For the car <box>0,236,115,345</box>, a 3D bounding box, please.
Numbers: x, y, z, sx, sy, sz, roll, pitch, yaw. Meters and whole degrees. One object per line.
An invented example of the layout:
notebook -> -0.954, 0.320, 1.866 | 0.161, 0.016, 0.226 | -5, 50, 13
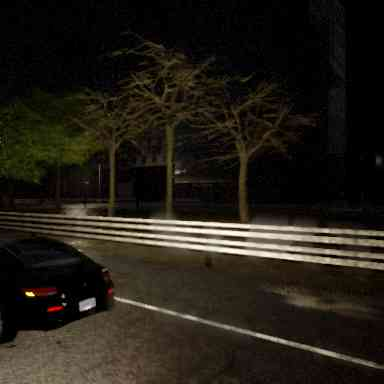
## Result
car -> -3.489, 1.595, 6.481 | 4.674, 1.442, 1.812 | -1, 0, 36
